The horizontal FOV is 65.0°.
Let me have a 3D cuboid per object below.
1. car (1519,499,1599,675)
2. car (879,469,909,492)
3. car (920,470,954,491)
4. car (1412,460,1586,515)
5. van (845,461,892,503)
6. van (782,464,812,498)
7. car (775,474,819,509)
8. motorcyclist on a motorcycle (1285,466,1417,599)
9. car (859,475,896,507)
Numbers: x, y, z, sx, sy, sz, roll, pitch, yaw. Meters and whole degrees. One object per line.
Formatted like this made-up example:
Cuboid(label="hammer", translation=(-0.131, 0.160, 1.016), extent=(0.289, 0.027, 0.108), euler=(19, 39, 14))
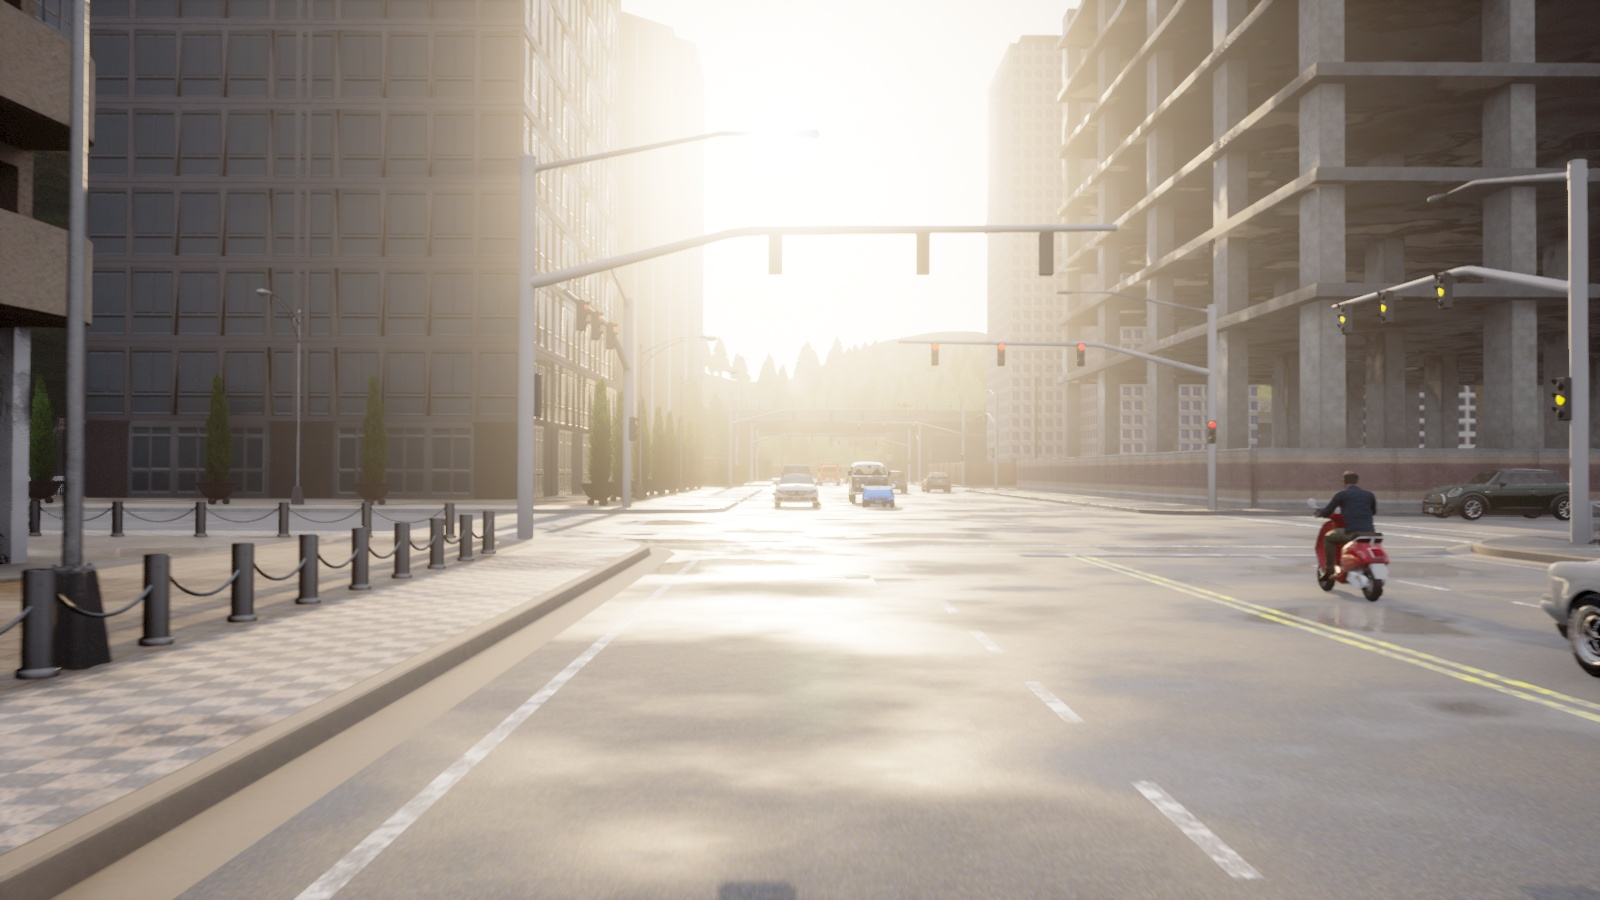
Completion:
Cuboid(label="car", translation=(6.980, 1.024, 8.154), extent=(1.895, 1.301, 4.718), euler=(0, -1, 0))
Cuboid(label="car", translation=(6.779, 2.204, 90.679), extent=(1.851, 1.617, 3.988), euler=(0, -1, 0))
Cuboid(label="car", translation=(10.270, 2.302, 94.475), extent=(2.007, 1.525, 4.514), euler=(0, -1, 0))
Cuboid(label="car", translation=(22.961, 1.218, 41.369), extent=(4.553, 1.767, 2.097), euler=(0, -1, 0))
Cuboid(label="van", translation=(3.347, 1.567, 62.293), extent=(2.069, 2.038, 4.480), euler=(0, -1, 0))
Cuboid(label="van", translation=(-0.184, 1.825, 75.087), extent=(1.775, 1.987, 4.442), euler=(0, -1, 0))
Cuboid(label="car", translation=(-0.132, 1.753, 54.490), extent=(1.812, 1.442, 4.674), euler=(0, -1, 0))
Cuboid(label="motorcyclist on a motorcycle", translation=(6.961, 1.008, 15.969), extent=(0.866, 1.590, 1.817), euler=(0, -1, 0))
Cuboid(label="car", translation=(3.367, 1.772, 54.700), extent=(1.481, 1.376, 2.207), euler=(0, -1, 0))
